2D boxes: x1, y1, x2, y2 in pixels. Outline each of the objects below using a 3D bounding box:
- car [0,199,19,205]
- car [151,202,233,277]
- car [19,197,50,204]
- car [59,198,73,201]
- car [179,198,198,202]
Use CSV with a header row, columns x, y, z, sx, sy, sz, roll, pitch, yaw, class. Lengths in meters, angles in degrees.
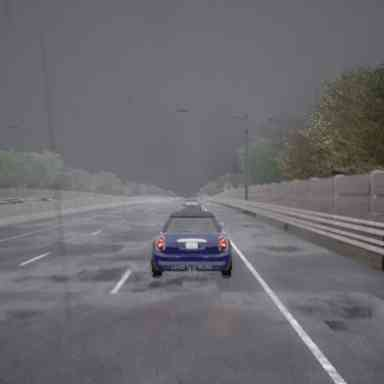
x,y,z,sx,sy,sz,roll,pitch,yaw,class
-24.592,1.617,45.518,1.895,1.301,4.718,0,0,0,car
-0.004,1.347,10.392,2.097,1.767,4.553,0,0,0,car
-21.096,1.519,45.383,1.837,1.490,4.892,0,0,0,car
-17.591,1.587,46.673,1.994,1.385,4.181,0,0,0,car
-0.014,1.518,31.850,1.812,1.442,4.674,0,0,0,car
